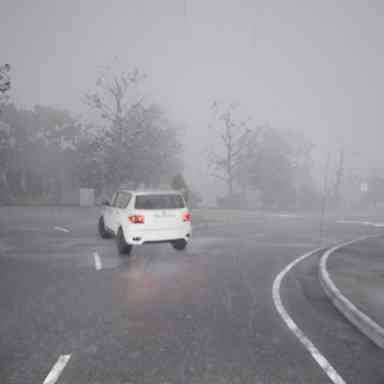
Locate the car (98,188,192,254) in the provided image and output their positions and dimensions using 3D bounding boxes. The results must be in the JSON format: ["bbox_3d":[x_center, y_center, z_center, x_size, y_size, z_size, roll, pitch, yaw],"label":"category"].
[{"bbox_3d":[-1.917,0.862,12.205,2.150,2.045,5.566,-1,2,-24],"label":"car"}]
